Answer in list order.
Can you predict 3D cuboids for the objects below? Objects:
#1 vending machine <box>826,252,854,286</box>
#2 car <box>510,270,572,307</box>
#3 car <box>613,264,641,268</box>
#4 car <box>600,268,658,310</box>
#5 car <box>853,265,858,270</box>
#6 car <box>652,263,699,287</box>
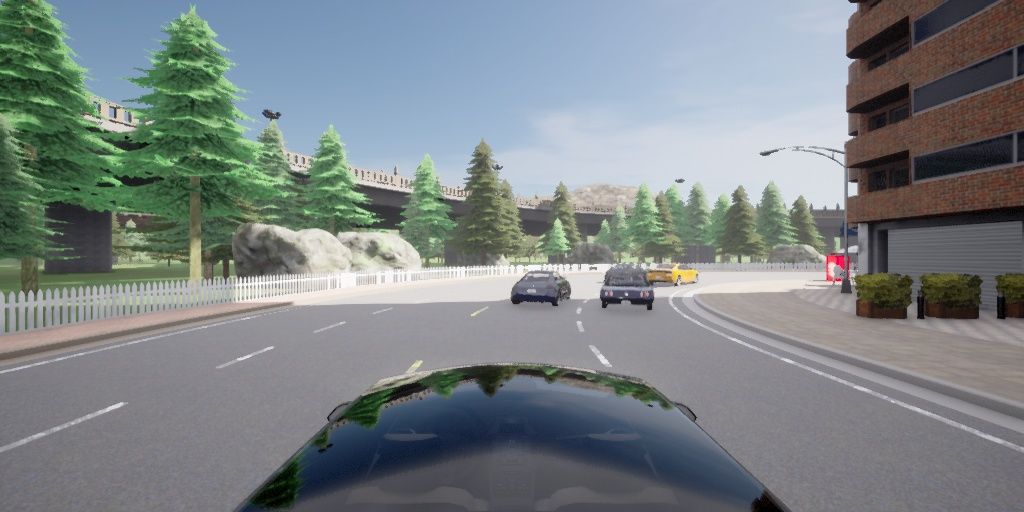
[{"bbox_3d":[23.823,0.944,26.207,0.880,2.100,1.100,0,0,-12],"label":"vending machine"},{"bbox_3d":[1.388,1.322,15.799,1.994,1.385,4.181,0,0,18],"label":"car"},{"bbox_3d":[8.917,1.322,27.561,4.181,1.385,1.994,0,0,-43],"label":"car"},{"bbox_3d":[4.723,1.366,14.738,1.895,1.301,4.718,0,0,18],"label":"car"},{"bbox_3d":[42.723,1.310,41.910,4.674,1.442,1.812,0,0,0],"label":"car"},{"bbox_3d":[11.299,1.235,24.997,5.008,1.535,1.882,0,0,-43],"label":"car"}]
